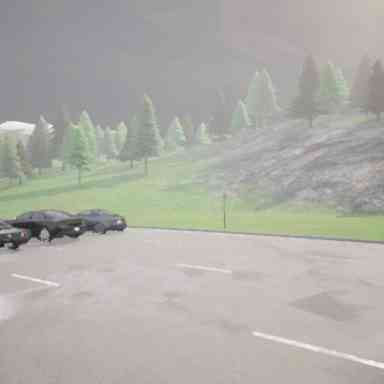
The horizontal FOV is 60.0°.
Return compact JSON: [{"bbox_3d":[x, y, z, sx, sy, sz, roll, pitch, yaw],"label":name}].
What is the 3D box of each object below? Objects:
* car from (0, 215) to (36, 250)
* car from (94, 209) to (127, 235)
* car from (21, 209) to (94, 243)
[{"bbox_3d":[-8.908,1.737,13.536,4.718,1.301,1.895,-1,0,26],"label":"car"},{"bbox_3d":[-5.973,1.707,19.890,4.181,1.385,1.994,-1,0,26],"label":"car"},{"bbox_3d":[-7.690,1.620,16.831,5.008,1.535,1.882,0,0,26],"label":"car"}]
